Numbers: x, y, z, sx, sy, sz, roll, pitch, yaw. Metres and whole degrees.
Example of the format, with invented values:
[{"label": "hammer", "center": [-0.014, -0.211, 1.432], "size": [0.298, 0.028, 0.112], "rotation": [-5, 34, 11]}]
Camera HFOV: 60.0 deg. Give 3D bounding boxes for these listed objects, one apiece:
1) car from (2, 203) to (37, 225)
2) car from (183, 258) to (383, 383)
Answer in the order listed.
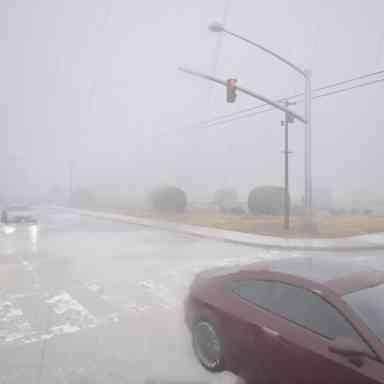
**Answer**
[{"label": "car", "center": [-12.567, 1.581, 24.121], "size": [1.812, 1.442, 4.674], "rotation": [0, 1, -35]}, {"label": "car", "center": [1.655, 1.570, 3.620], "size": [1.812, 1.442, 4.674], "rotation": [0, 0, -35]}]
